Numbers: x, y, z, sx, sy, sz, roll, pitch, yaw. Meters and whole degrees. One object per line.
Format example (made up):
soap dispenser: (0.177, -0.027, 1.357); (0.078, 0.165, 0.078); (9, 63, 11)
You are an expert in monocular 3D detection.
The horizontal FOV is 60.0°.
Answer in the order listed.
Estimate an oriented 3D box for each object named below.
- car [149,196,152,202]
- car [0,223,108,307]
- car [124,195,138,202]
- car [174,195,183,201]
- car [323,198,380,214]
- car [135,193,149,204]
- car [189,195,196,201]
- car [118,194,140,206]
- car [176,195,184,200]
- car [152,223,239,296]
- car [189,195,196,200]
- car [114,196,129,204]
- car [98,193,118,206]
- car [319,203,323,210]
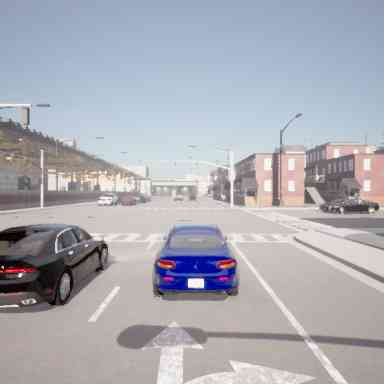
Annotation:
car: (-10.376, 1.548, 76.143); (2.033, 1.411, 5.357); (0, 0, 0)
car: (-3.414, 1.507, 7.975); (1.837, 1.490, 4.892); (0, 0, 0)
car: (-13.876, 1.532, 76.021); (2.128, 1.511, 4.902); (0, 0, 0)
car: (-3.364, 1.604, 83.101); (1.895, 1.301, 4.718); (0, 0, 0)
car: (16.779, 1.495, 34.520); (4.902, 1.511, 2.128); (0, 0, 0)
car: (-10.424, 1.228, 65.451); (2.150, 2.045, 5.566); (0, 0, 1)
car: (0.136, 1.509, 82.951); (1.837, 1.490, 4.892); (0, 0, 0)
car: (-10.497, 1.483, 55.568); (1.882, 1.535, 5.008); (0, 0, 0)
car: (-3.348, 1.534, 93.197); (1.812, 1.442, 4.674); (0, 0, 0)
car: (0.092, 1.526, 8.501); (1.812, 1.442, 4.674); (0, 0, 0)
car: (0.152, 1.488, 93.251); (1.882, 1.535, 5.008); (0, 0, 0)
car: (-13.918, 1.570, 65.709); (1.994, 1.385, 4.181); (0, 0, 0)
car: (-13.997, 1.227, 55.695); (2.150, 2.045, 5.566); (0, 0, 0)
car: (17.082, 1.509, 38.026); (4.892, 1.490, 1.837); (0, 0, 0)
